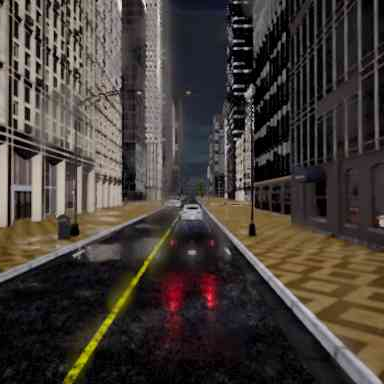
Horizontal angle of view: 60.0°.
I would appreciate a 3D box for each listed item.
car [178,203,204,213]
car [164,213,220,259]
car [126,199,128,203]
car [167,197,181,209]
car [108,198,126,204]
[{"bbox_3d":[0.052,1.827,28.892,1.812,1.442,4.674,0,0,1],"label":"car"},{"bbox_3d":[0.030,1.741,13.243,1.895,1.301,4.718,0,-1,1],"label":"car"},{"bbox_3d":[-19.134,2.266,88.000,4.097,1.590,1.967,0,-1,-1],"label":"car"},{"bbox_3d":[-3.022,1.816,57.504,2.150,2.045,5.566,0,-1,1],"label":"car"},{"bbox_3d":[-18.831,2.233,79.363,4.829,1.417,1.752,0,-1,-1],"label":"car"}]
